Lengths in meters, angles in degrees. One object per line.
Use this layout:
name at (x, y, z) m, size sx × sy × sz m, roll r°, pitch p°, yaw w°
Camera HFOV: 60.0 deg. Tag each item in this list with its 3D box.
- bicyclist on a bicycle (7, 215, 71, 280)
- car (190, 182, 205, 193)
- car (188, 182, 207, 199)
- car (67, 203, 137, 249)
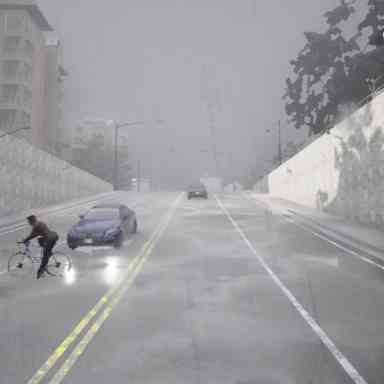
bicyclist on a bicycle at (-3.929, 1.417, 8.529) m, size 1.656 × 1.620 × 0.582 m, roll -1°, pitch 1°, yaw 1°
car at (0.712, -0.639, 44.304) m, size 1.895 × 1.301 × 4.718 m, roll 0°, pitch 2°, yaw 1°
car at (0.564, -0.081, 34.271) m, size 1.994 × 1.385 × 4.181 m, roll 0°, pitch 4°, yaw 1°
car at (-3.439, 1.245, 13.556) m, size 1.812 × 1.442 × 4.674 m, roll 0°, pitch 4°, yaw 1°
